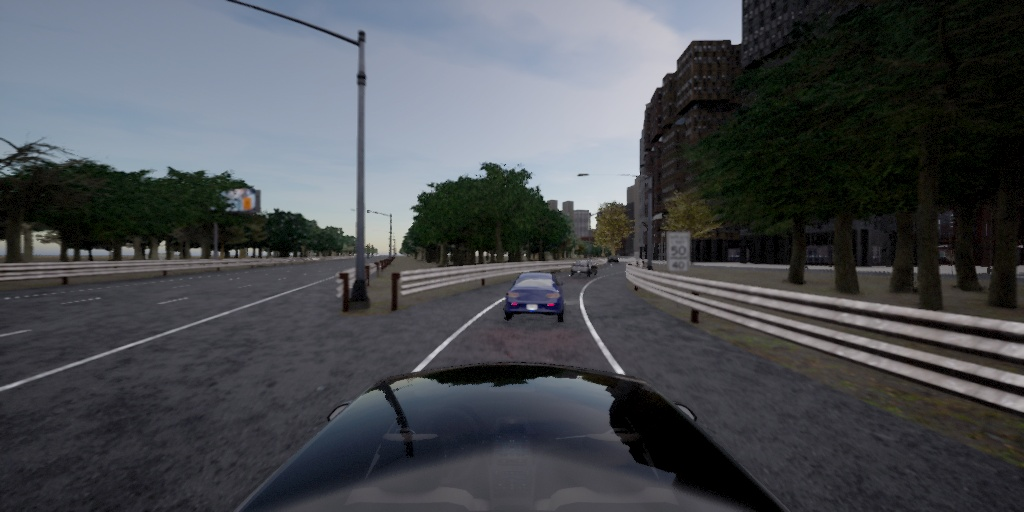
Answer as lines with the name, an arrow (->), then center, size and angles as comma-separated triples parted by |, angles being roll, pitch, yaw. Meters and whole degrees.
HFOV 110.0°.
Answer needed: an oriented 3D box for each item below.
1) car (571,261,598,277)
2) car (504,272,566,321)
car -> 7.074, 1.228, 34.741 | 2.128, 1.511, 4.902 | 0, 0, 25
car -> 0.863, 1.275, 12.379 | 1.812, 1.442, 4.674 | 0, 0, 7
